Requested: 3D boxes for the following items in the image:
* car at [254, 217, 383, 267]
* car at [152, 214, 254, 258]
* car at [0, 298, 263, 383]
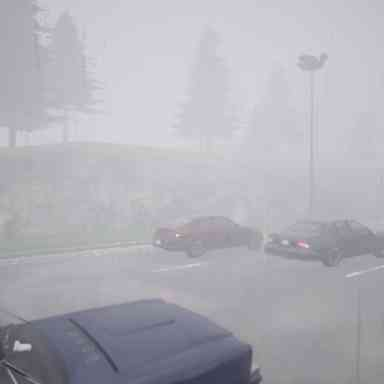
[{"bbox_3d":[4.865,1.587,11.525,5.357,1.411,2.033,0,0,-36],"label":"car"},{"bbox_3d":[0.701,1.562,12.833,4.674,1.442,1.812,0,0,-36],"label":"car"},{"bbox_3d":[-1.674,1.605,2.540,4.718,1.301,1.895,0,0,-36],"label":"car"}]
